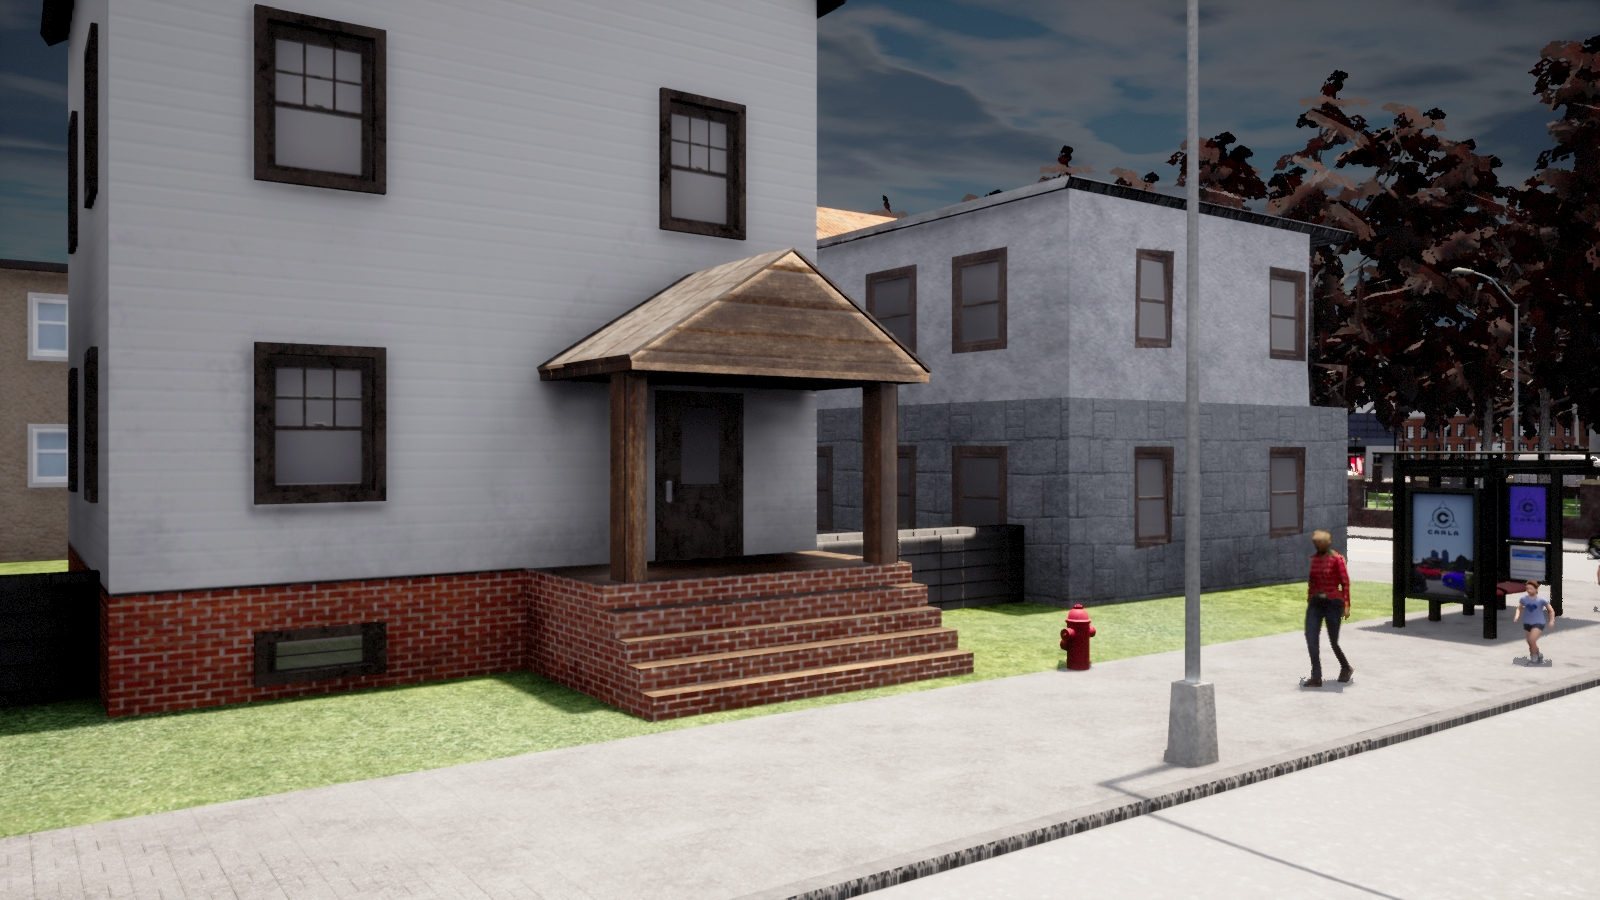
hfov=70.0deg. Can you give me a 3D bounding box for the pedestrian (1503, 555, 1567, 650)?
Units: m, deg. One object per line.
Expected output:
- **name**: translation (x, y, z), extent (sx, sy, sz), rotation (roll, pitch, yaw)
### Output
- **pedestrian**: translation (9.223, 1.897, 14.345), extent (0.500, 1.100, 0.500), rotation (0, 0, -29)

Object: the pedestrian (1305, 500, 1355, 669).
- **pedestrian**: translation (6.051, 1.517, 13.041), extent (0.375, 1.860, 0.375), rotation (0, 0, -31)

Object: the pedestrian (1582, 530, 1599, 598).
- **pedestrian**: translation (13.437, 1.896, 19.022), extent (0.500, 1.100, 0.500), rotation (0, 0, -3)
